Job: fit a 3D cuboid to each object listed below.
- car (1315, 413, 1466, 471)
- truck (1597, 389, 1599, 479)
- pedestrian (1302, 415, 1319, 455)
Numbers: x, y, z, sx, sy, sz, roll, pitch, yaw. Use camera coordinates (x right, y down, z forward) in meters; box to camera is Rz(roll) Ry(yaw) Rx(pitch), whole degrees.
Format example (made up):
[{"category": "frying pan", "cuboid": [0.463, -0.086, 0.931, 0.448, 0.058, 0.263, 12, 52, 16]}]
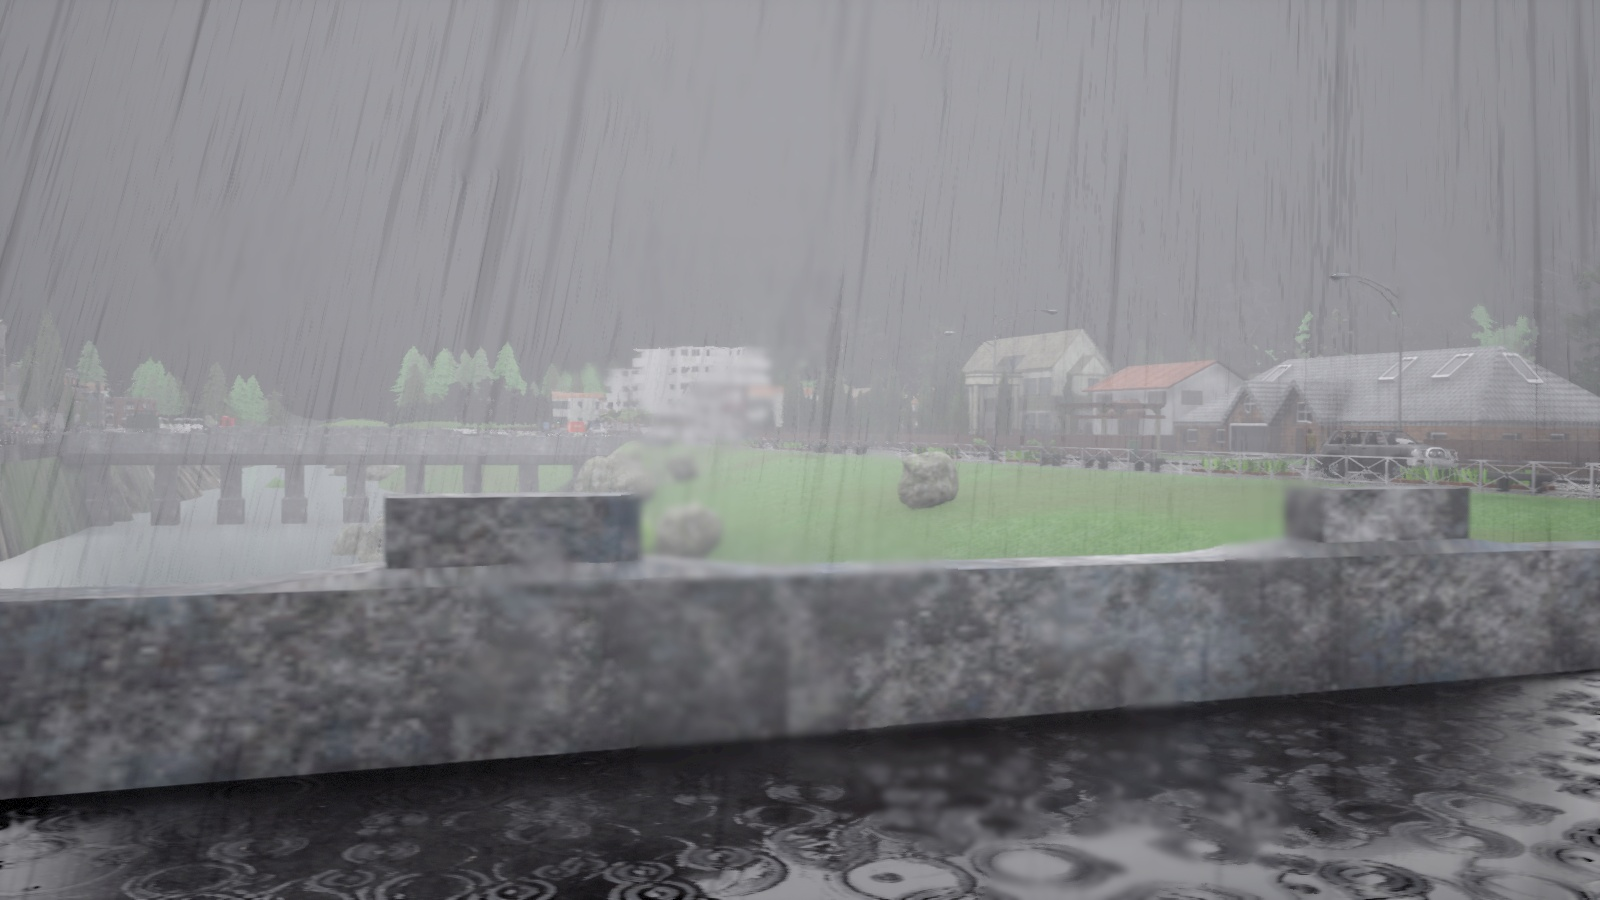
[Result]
[{"category": "car", "cuboid": [20.091, -0.302, 42.960, 1.932, 1.855, 4.605, -1, 1, -21]}, {"category": "truck", "cuboid": [24.057, -0.464, 32.517, 2.627, 2.467, 5.204, -1, 0, -21]}, {"category": "pedestrian", "cuboid": [23.407, -0.682, 57.574, 0.370, 1.835, 0.726, -1, 1, -16]}]
